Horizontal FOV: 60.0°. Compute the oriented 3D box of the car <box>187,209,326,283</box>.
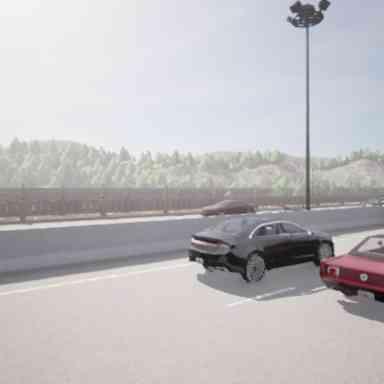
[{"bbox_3d":[2.157,1.460,9.586,4.902,1.511,2.128,0,0,-36],"label":"car"}]

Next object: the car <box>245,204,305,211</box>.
[{"bbox_3d":[5.911,1.526,21.108,4.718,1.301,1.895,0,0,-35],"label":"car"}]

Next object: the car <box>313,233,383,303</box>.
[{"bbox_3d":[4.947,1.565,7.276,4.718,1.301,1.895,0,0,-36],"label":"car"}]

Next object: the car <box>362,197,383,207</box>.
[{"bbox_3d":[20.173,1.330,35.831,4.902,1.511,2.128,0,0,-37],"label":"car"}]

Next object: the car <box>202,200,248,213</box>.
[{"bbox_3d":[3.041,1.396,27.663,5.008,1.535,1.882,0,0,-36],"label":"car"}]
